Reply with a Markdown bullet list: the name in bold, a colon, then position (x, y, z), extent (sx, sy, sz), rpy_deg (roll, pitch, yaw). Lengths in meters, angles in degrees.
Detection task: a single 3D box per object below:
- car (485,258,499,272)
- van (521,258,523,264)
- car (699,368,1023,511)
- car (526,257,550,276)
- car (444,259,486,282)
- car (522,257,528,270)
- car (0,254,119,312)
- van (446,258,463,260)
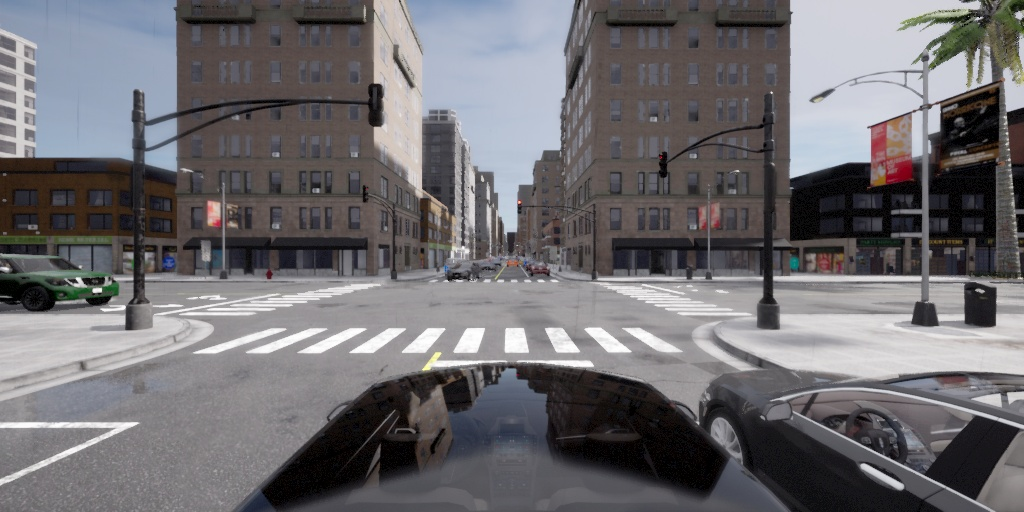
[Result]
- **car**: position (-3.002, 1.317, 45.682), extent (1.994, 1.385, 4.181), rpy_deg (0, 0, 0)
- **van**: position (2.795, 1.093, 59.119), extent (1.690, 1.789, 3.998), rpy_deg (0, 0, 0)
- **car**: position (2.668, 1.300, 1.793), extent (2.007, 1.370, 4.403), rpy_deg (0, 0, 0)
- **car**: position (2.741, 1.192, 36.442), extent (1.967, 1.591, 4.097), rpy_deg (0, 0, 0)
- **car**: position (-3.761, 1.257, 29.215), extent (1.837, 1.490, 4.892), rpy_deg (1, 0, 9)
- **car**: position (2.768, 1.193, 47.781), extent (1.967, 1.591, 4.097), rpy_deg (0, 0, 0)
- **car**: position (-18.521, 0.948, 13.607), extent (5.566, 2.045, 2.150), rpy_deg (0, 0, 0)
- **van**: position (-5.785, 1.093, 36.461), extent (1.690, 1.789, 3.998), rpy_deg (0, 0, 0)
